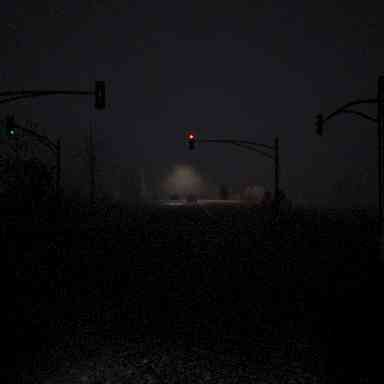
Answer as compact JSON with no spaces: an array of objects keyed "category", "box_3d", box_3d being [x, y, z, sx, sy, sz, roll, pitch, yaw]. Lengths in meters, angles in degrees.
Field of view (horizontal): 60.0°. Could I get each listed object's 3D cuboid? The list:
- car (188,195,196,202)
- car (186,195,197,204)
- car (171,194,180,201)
[{"category":"car","box_3d":[-0.069,1.425,78.085,1.837,1.490,4.892,0,0,0]},{"category":"car","box_3d":[-0.060,1.424,68.049,2.097,1.767,4.553,0,0,0]},{"category":"car","box_3d":[-3.564,1.195,72.251,1.837,1.490,4.892,0,0,0]}]
